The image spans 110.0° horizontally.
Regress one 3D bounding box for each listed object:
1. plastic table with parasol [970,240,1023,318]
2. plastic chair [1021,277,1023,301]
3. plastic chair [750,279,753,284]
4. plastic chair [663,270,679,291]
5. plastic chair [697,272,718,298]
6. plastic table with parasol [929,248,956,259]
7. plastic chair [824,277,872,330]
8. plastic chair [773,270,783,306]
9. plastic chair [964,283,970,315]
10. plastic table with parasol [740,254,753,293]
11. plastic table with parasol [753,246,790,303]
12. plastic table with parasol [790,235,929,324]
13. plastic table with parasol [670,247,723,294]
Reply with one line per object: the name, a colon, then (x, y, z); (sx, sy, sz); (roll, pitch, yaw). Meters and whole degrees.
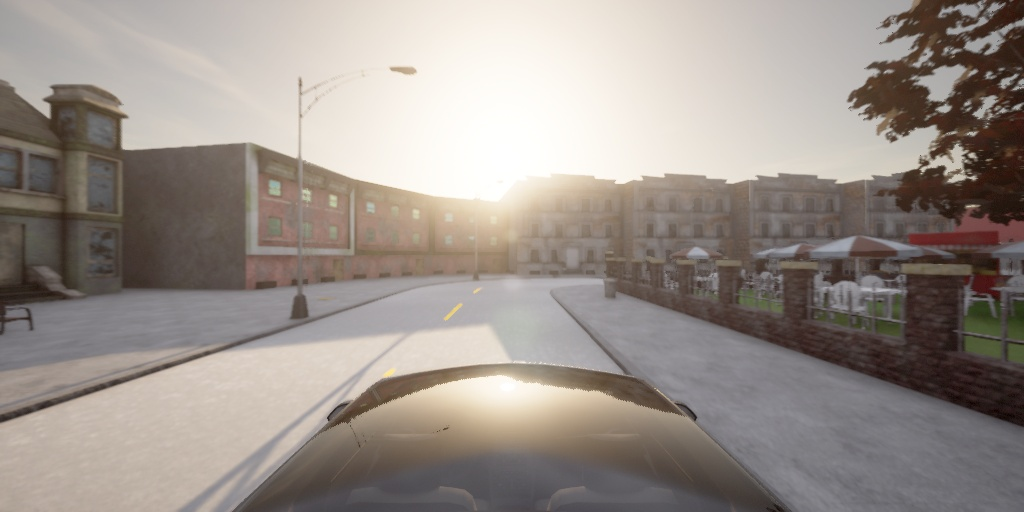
plastic table with parasol: (15.978, 0.691, 10.855); (2.482, 2.480, 2.482); (0, 0, -38)
plastic chair: (15.142, 1.311, 10.122); (0.730, 1.272, 0.750); (0, 0, -39)
plastic chair: (10.929, 1.341, 15.467); (0.750, 1.272, 0.730); (0, 0, -40)
plastic chair: (7.996, 1.369, 18.184); (0.730, 1.272, 0.750); (0, 0, 0)
plastic chair: (9.328, 1.365, 16.766); (0.750, 1.272, 0.730); (0, 0, 5)
plastic table with parasol: (17.435, 0.760, 15.673); (2.482, 2.480, 2.482); (0, 0, -40)
plastic chair: (9.061, 1.284, 9.673); (0.730, 1.272, 0.750); (0, 0, -40)
plastic chair: (10.642, 1.295, 13.731); (0.730, 1.272, 0.750); (0, 0, -39)
plastic chair: (15.440, 1.332, 11.880); (0.750, 1.272, 0.730); (0, 0, -38)
plastic table with parasol: (13.607, 0.765, 18.315); (2.482, 2.480, 2.482); (0, 0, -40)
plastic table with parasol: (11.663, 0.726, 14.446); (2.482, 2.480, 2.482); (0, 0, -40)
plastic table with parasol: (10.047, 0.646, 10.397); (2.482, 2.480, 2.482); (0, 0, -38)
plastic table with parasol: (9.257, 0.764, 18.093); (2.482, 2.480, 2.482); (0, 0, 0)
